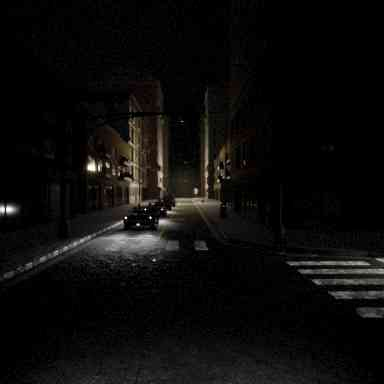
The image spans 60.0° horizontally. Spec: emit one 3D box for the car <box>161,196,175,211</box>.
[{"bbox_3d":[-3.465,1.548,40.161,1.994,1.385,4.181,0,0,0],"label":"car"}]

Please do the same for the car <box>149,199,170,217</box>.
[{"bbox_3d":[-3.340,1.592,30.887,1.895,1.301,4.718,0,0,-1],"label":"car"}]

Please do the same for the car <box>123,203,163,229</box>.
[{"bbox_3d":[-3.197,1.597,21.715,1.895,1.301,4.718,0,0,-1],"label":"car"}]
